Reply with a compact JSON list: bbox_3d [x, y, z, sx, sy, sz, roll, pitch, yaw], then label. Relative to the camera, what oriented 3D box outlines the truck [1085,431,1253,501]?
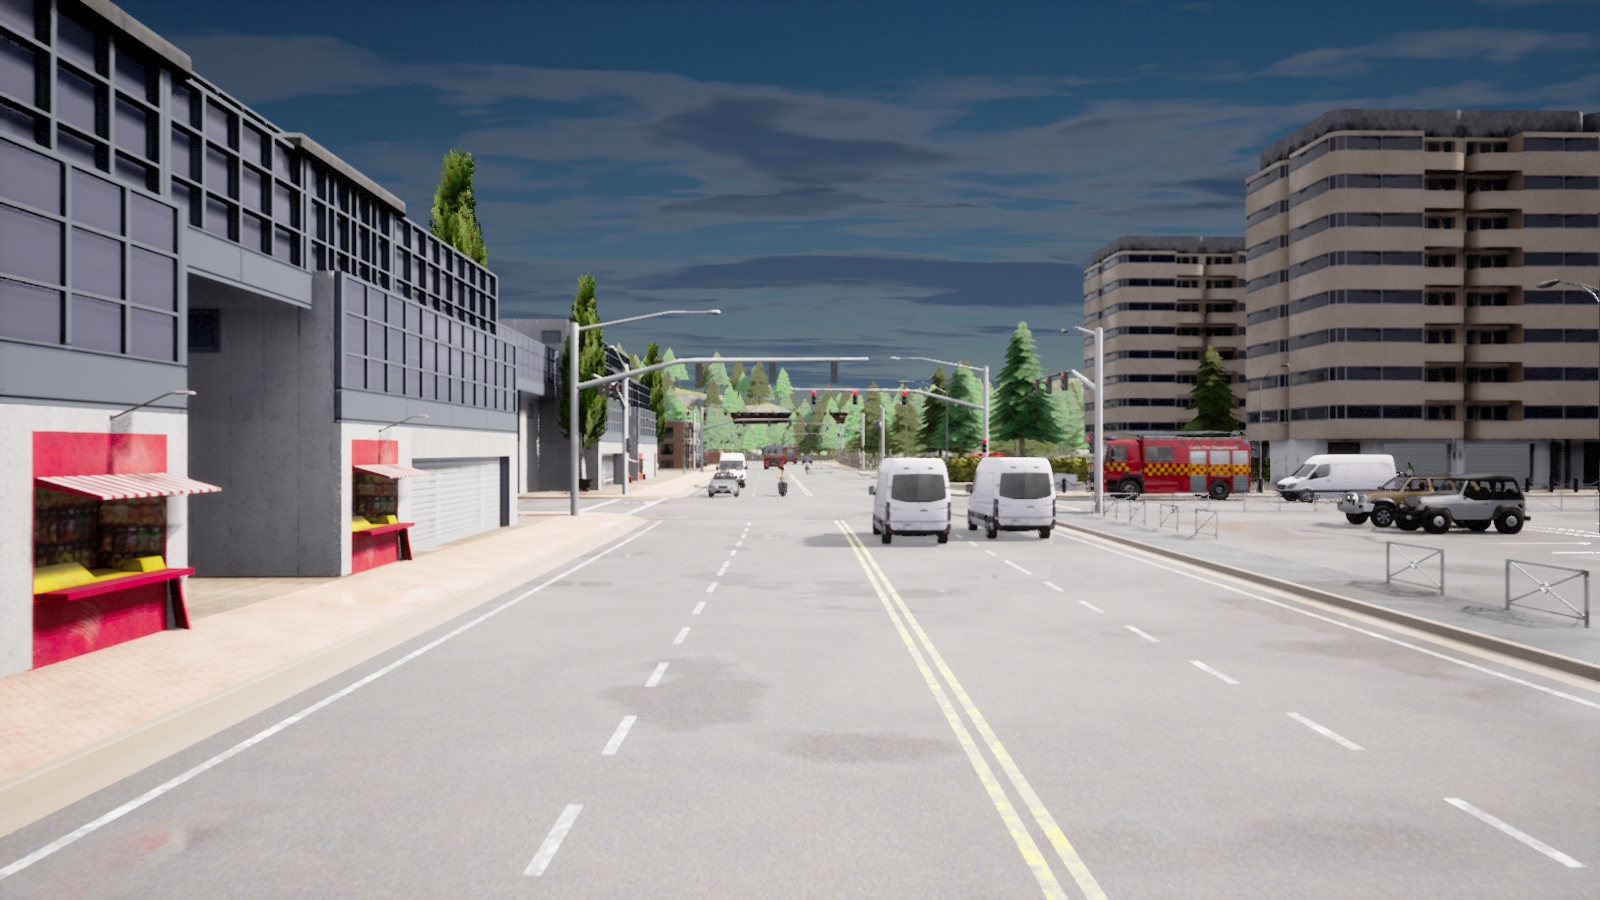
[{"bbox_3d":[20.615,0.887,64.072,8.468,3.827,2.891,0,0,-2],"label":"truck"}]

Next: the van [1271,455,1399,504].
[{"bbox_3d":[28.443,1.532,60.812,5.915,2.561,1.988,0,0,-2],"label":"van"}]

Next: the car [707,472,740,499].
[{"bbox_3d":[-4.524,2.063,67.967,1.816,1.474,4.193,0,0,-2],"label":"car"}]

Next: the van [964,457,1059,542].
[{"bbox_3d":[6.896,1.533,37.921,1.988,2.561,5.915,0,0,-1],"label":"van"}]

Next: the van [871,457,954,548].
[{"bbox_3d":[3.416,1.533,35.873,1.988,2.561,5.915,0,0,0],"label":"van"}]
